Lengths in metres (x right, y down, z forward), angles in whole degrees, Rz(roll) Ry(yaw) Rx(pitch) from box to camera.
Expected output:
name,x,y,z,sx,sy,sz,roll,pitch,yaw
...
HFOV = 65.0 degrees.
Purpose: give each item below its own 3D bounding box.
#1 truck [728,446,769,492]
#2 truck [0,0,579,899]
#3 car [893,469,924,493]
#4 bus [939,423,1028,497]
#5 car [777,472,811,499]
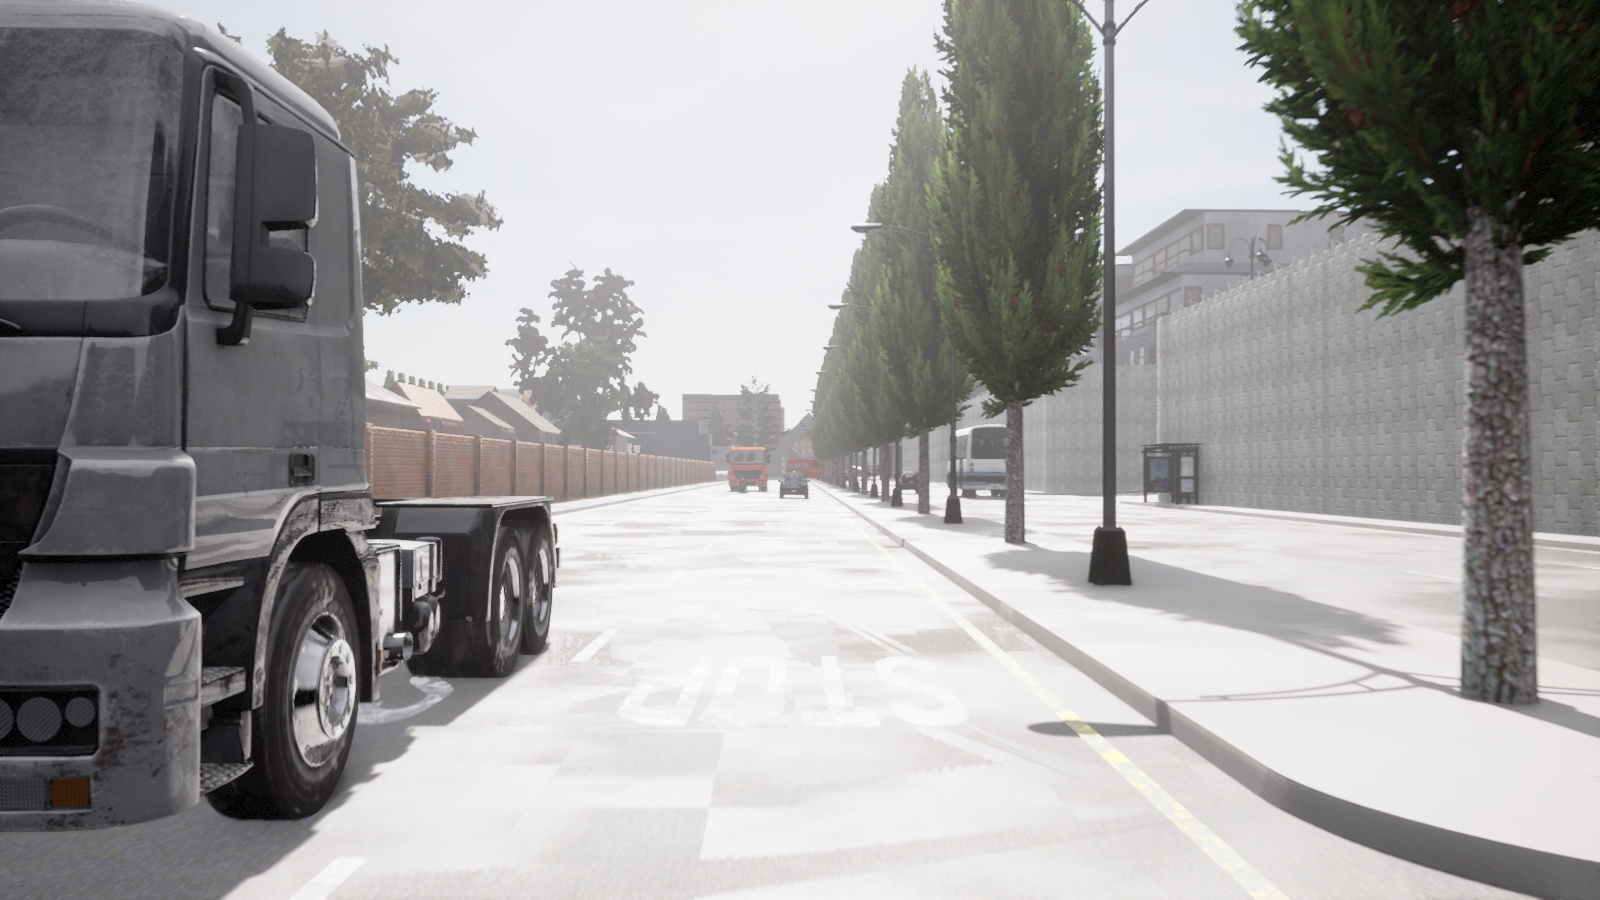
name,x,y,z,sx,sy,sz,roll,pitch,yaw
truck,-3.981,1.496,98.313,2.891,3.462,7.936,0,-1,0
truck,-3.543,-0.018,8.034,2.891,3.462,7.936,0,-1,0
car,7.573,2.153,87.946,1.851,1.617,3.988,0,-1,0
bus,11.118,0.673,77.390,3.944,4.253,10.273,0,-1,0
car,-0.348,2.032,71.819,1.845,1.501,3.633,0,-1,0
